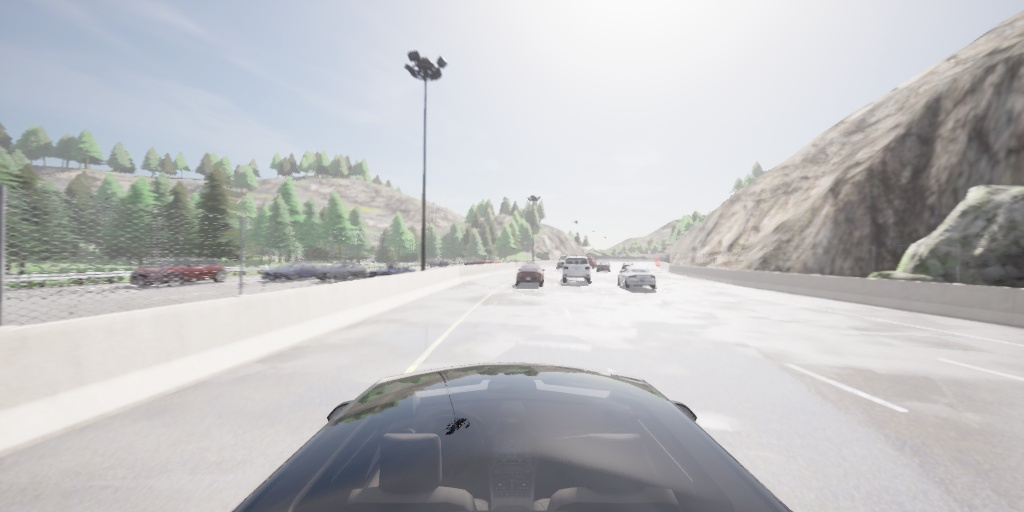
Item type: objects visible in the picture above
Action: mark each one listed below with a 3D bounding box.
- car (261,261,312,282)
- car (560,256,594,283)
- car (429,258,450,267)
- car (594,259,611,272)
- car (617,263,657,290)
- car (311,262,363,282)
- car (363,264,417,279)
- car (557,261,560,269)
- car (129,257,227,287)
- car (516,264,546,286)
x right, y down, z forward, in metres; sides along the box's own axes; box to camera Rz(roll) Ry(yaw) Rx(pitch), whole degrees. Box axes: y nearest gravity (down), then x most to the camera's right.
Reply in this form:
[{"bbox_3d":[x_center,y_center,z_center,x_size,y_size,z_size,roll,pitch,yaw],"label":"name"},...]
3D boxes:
[{"bbox_3d":[-16.125,1.120,27.120,2.033,1.411,5.357,1,0,7],"label":"car"},{"bbox_3d":[5.252,1.065,29.296,2.150,2.045,5.566,0,0,9],"label":"car"},{"bbox_3d":[-12.580,1.153,62.248,2.128,1.511,4.902,1,0,16],"label":"car"},{"bbox_3d":[13.356,1.520,52.107,2.033,1.411,5.357,1,0,17],"label":"car"},{"bbox_3d":[8.212,1.403,23.793,1.812,1.442,4.674,0,0,7],"label":"car"},{"bbox_3d":[-12.594,1.182,26.966,1.994,1.385,4.181,1,0,7],"label":"car"},{"bbox_3d":[-9.041,1.263,27.416,1.895,1.301,4.718,1,0,7],"label":"car"},{"bbox_3d":[8.876,1.417,60.678,2.128,1.511,4.902,0,0,18],"label":"car"},{"bbox_3d":[-20.150,0.867,21.886,2.097,1.767,4.553,1,0,6],"label":"car"},{"bbox_3d":[1.381,1.318,25.676,1.812,1.442,4.674,0,0,7],"label":"car"}]
